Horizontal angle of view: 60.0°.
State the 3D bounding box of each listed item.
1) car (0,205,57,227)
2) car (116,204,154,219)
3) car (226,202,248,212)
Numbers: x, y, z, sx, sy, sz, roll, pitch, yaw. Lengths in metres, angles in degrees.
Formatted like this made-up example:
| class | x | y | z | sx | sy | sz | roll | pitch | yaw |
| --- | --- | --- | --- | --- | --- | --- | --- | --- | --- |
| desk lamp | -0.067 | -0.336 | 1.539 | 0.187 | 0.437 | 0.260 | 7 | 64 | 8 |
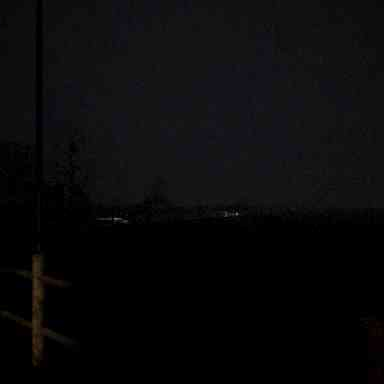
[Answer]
| class | x | y | z | sx | sy | sz | roll | pitch | yaw |
| --- | --- | --- | --- | --- | --- | --- | --- | --- | --- |
| car | -12.784 | 1.676 | 24.467 | 2.033 | 1.411 | 5.357 | 1 | 0 | 35 |
| car | -5.789 | 1.948 | 34.257 | 1.994 | 1.385 | 4.181 | 1 | 0 | 36 |
| car | 7.101 | 2.359 | 52.172 | 1.837 | 1.490 | 4.892 | 1 | -1 | 36 |
